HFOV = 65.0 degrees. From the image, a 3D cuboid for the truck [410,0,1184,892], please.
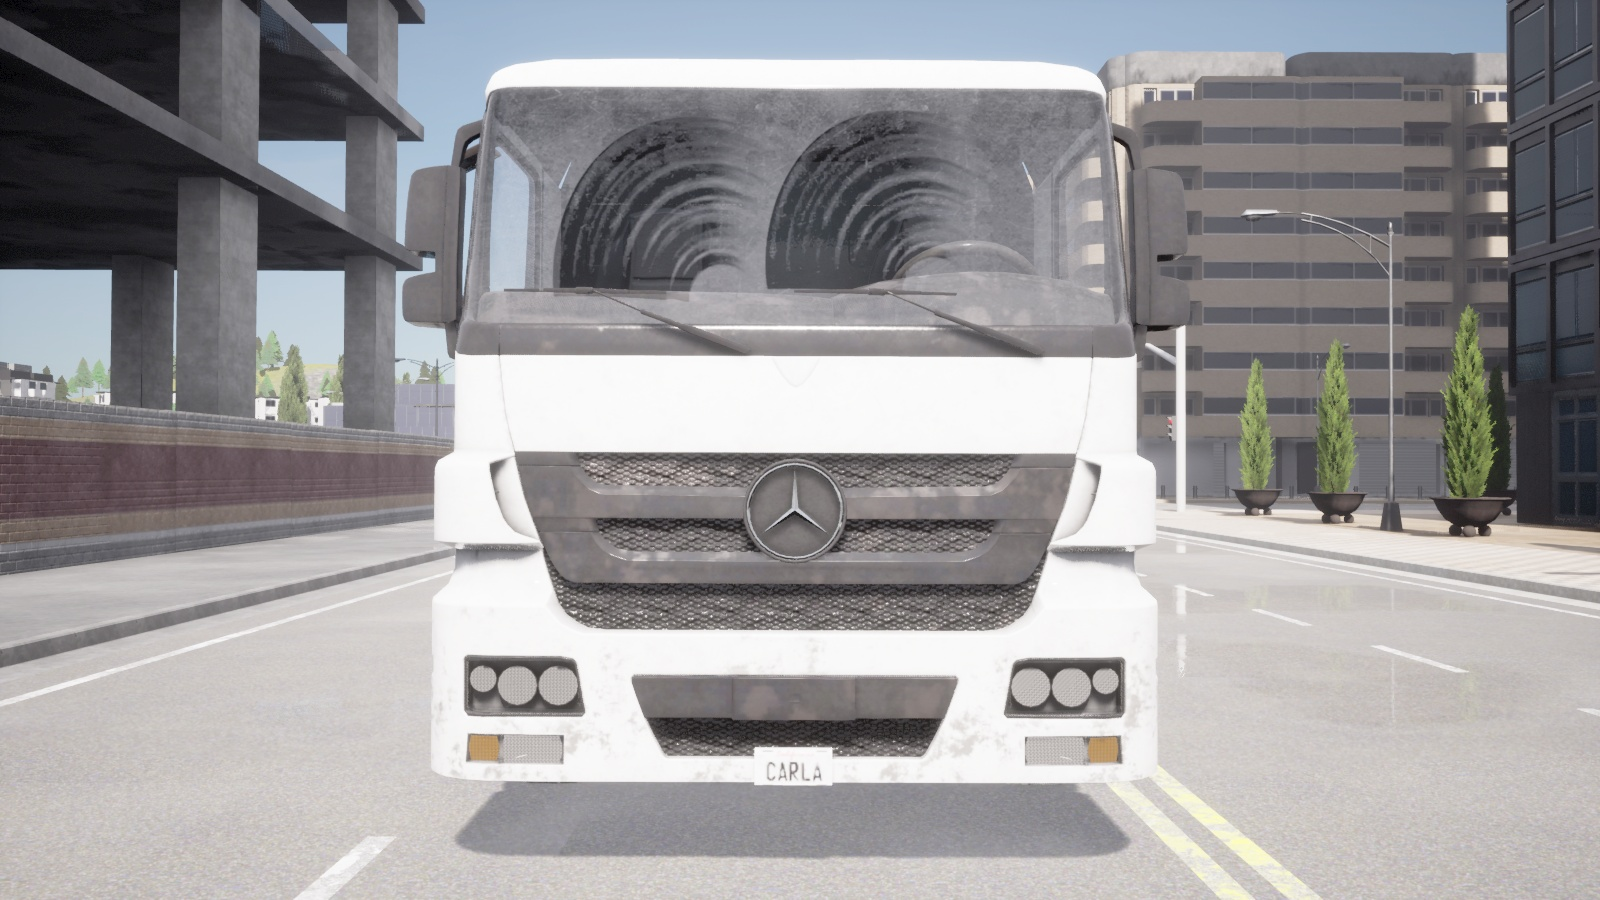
[{"bbox_3d":[-0.027,-0.022,8.684,2.891,3.462,7.936,0,-1,0],"label":"truck"}]
